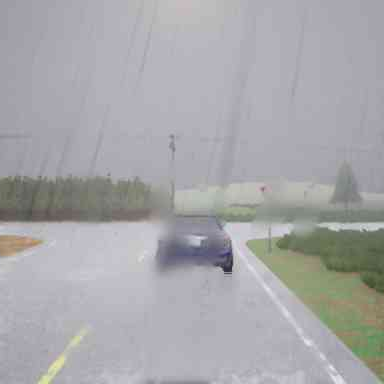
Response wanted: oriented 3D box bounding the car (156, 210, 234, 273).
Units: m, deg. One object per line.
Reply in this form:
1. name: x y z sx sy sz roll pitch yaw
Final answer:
1. car: 0.088 1.357 10.860 2.097 1.767 4.553 0 0 0
